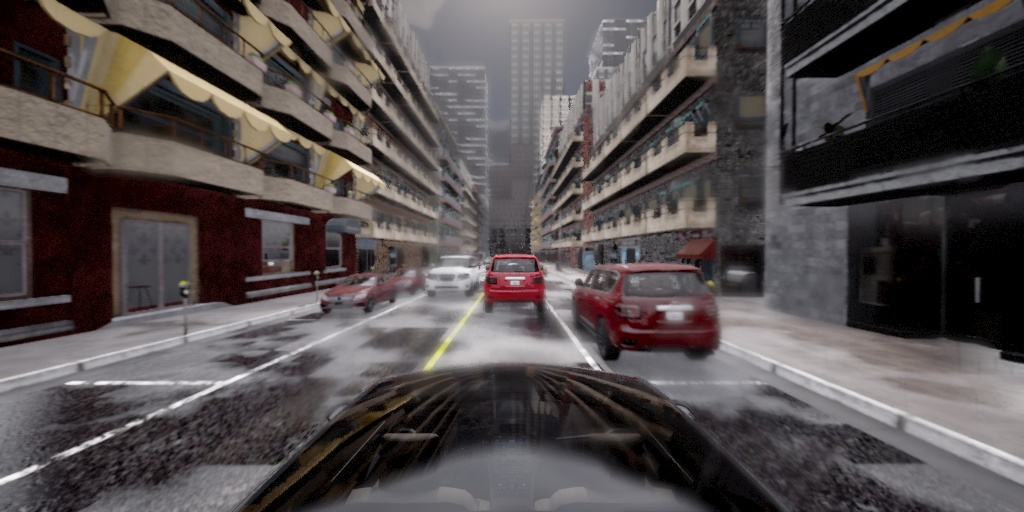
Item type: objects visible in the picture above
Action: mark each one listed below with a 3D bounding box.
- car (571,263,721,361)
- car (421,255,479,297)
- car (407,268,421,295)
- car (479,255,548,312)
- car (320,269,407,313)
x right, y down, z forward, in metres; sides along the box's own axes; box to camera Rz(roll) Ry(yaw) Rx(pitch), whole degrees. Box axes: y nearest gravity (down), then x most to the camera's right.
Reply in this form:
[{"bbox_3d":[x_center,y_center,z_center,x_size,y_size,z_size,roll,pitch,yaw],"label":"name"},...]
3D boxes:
[{"bbox_3d":[2.689,1.067,8.268,2.192,1.841,5.009,0,0,0],"label":"car"},{"bbox_3d":[-3.004,0.968,19.265,2.150,2.045,5.566,0,0,0],"label":"car"},{"bbox_3d":[-5.692,1.338,19.500,1.802,1.307,4.207,0,0,0],"label":"car"},{"bbox_3d":[0.101,0.975,14.387,2.150,2.045,5.566,0,0,0],"label":"car"},{"bbox_3d":[-5.692,1.336,13.898,1.802,1.307,4.207,0,0,0],"label":"car"}]
